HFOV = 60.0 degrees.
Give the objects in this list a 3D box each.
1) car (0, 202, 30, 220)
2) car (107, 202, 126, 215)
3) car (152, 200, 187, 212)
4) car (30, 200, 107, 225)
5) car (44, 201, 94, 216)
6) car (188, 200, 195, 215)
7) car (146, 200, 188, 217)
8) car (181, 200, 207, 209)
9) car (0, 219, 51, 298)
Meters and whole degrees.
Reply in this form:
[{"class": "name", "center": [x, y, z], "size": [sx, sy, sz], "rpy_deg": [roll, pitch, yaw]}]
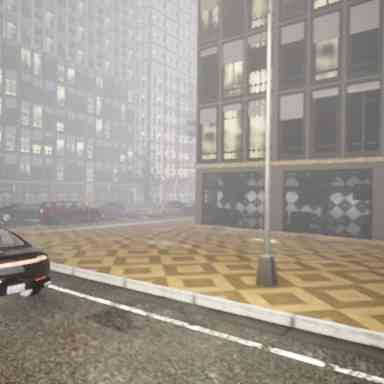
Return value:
[{"class": "car", "center": [-14.935, 1.687, 28.973], "size": [1.837, 1.490, 4.892], "rpy_deg": [1, 0, 38]}, {"class": "car", "center": [-9.373, 1.790, 36.440], "size": [1.812, 1.442, 4.674], "rpy_deg": [1, 0, 36]}, {"class": "car", "center": [-3.028, 1.834, 44.996], "size": [1.882, 1.535, 5.008], "rpy_deg": [1, 0, 37]}, {"class": "car", "center": [-9.640, 1.584, 26.353], "size": [2.192, 1.841, 5.009], "rpy_deg": [0, 0, 37]}, {"class": "car", "center": [-13.127, 1.730, 35.732], "size": [1.752, 1.417, 4.829], "rpy_deg": [0, 0, 37]}, {"class": "car", "center": [0.422, 1.998, 39.954], "size": [1.802, 1.307, 4.206], "rpy_deg": [0, 0, 37]}, {"class": "car", "center": [-2.831, 1.894, 35.557], "size": [1.752, 1.417, 4.829], "rpy_deg": [0, 0, 37]}, {"class": "car", "center": [0.389, 1.966, 53.998], "size": [1.947, 1.339, 4.313], "rpy_deg": [0, 0, 37]}, {"class": "car", "center": [-5.088, 1.509, 7.317], "size": [4.902, 1.511, 2.128], "rpy_deg": [0, 0, 36]}]
